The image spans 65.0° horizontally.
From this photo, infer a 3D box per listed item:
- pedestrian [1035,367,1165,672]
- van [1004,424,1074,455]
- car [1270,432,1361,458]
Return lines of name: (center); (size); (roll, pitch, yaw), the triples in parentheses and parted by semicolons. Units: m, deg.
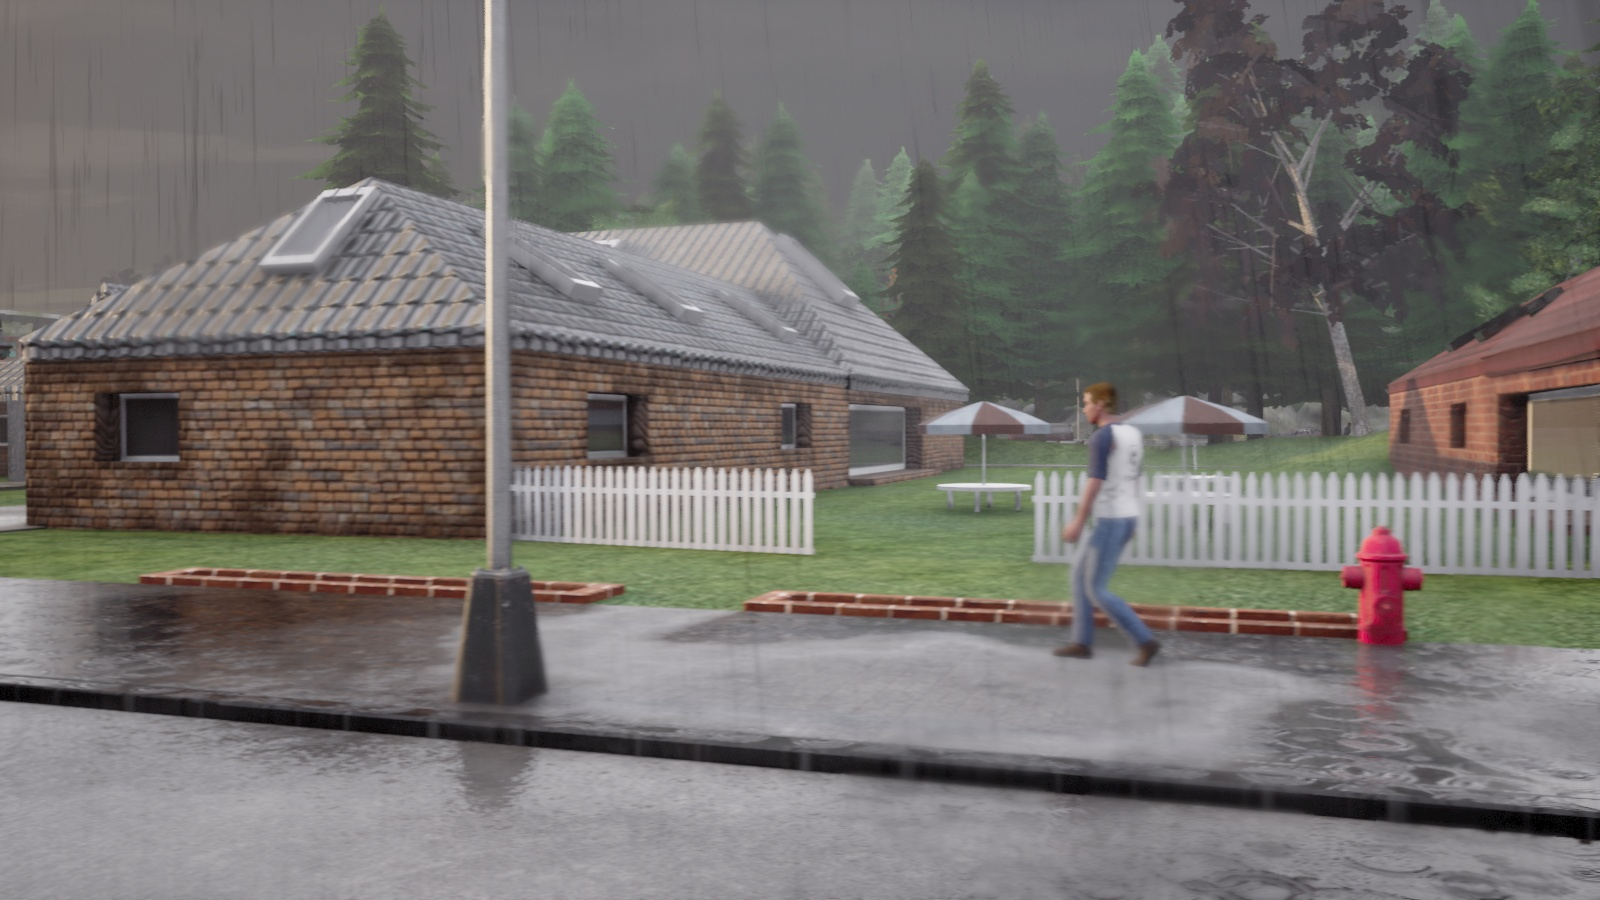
pedestrian: (1.883, 0.412, 7.889); (0.706, 1.836, 0.354); (1, 1, 32)
van: (16.156, -0.719, 84.937); (4.442, 1.987, 1.775); (1, 1, 18)
car: (31.030, -0.315, 75.763); (4.902, 1.511, 2.128); (1, 1, 19)
